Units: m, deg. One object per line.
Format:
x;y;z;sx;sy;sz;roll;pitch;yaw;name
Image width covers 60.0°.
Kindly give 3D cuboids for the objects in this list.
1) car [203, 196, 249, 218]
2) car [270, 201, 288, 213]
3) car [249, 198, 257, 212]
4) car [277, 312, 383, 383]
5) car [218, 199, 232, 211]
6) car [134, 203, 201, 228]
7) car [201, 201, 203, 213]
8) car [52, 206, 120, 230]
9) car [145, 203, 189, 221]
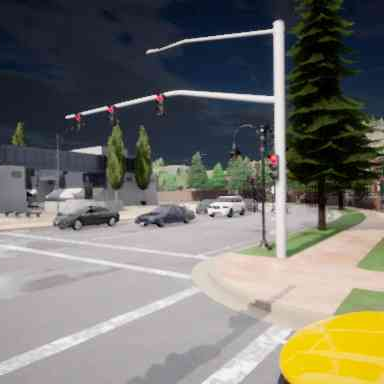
3.538;1.427;33.159;2.150;2.045;5.566;-1;0;28;car
10.312;1.729;39.475;2.033;1.411;5.357;-1;0;17;car
7.156;1.589;42.425;2.097;1.767;4.553;-1;0;14;car
2.975;1.459;1.854;5.008;1.535;1.882;-1;0;36;car
4.839;1.827;47.895;1.812;1.442;4.674;-1;0;8;car
-1.837;1.747;24.659;2.033;1.411;5.357;-1;-1;35;car
1.950;1.610;38.043;2.097;1.767;4.553;-1;0;22;car
-7.222;1.748;23.119;1.837;1.490;4.892;-1;0;35;car
-2.208;1.810;30.491;1.994;1.385;4.181;-1;0;31;car
